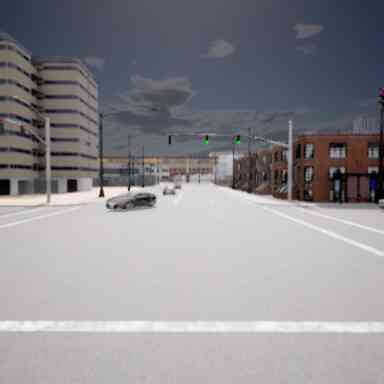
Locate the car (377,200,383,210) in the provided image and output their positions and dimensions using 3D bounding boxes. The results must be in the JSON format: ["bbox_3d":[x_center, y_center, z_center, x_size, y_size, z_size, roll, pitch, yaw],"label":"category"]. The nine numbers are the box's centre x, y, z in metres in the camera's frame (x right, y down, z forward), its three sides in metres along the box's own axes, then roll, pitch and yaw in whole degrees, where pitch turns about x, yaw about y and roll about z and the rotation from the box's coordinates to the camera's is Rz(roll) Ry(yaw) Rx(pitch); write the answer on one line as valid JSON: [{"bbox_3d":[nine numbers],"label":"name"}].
[{"bbox_3d":[16.004,0.822,23.875,4.718,1.301,1.895,0,2,-4],"label":"car"}]

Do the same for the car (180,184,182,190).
[{"bbox_3d":[-3.369,-1.317,76.802,1.882,1.535,5.008,0,2,0],"label":"car"}]

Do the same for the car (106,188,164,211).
[{"bbox_3d":[-4.687,0.657,26.522,2.128,1.511,4.902,2,4,29],"label":"car"}]

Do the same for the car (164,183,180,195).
[{"bbox_3d":[-3.414,-0.264,50.864,2.128,1.511,4.902,0,3,0],"label":"car"}]
